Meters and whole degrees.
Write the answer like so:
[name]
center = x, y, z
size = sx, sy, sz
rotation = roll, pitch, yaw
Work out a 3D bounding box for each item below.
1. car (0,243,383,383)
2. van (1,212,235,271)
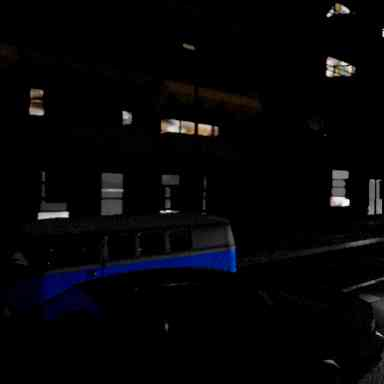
[car]
center = -0.414, 1.521, 3.062
size = 5.357, 1.411, 2.033
rotation = -1, 1, -33
[van]
center = -1.085, 1.292, 5.730
size = 3.998, 1.788, 1.690
rotation = -1, 2, -34
